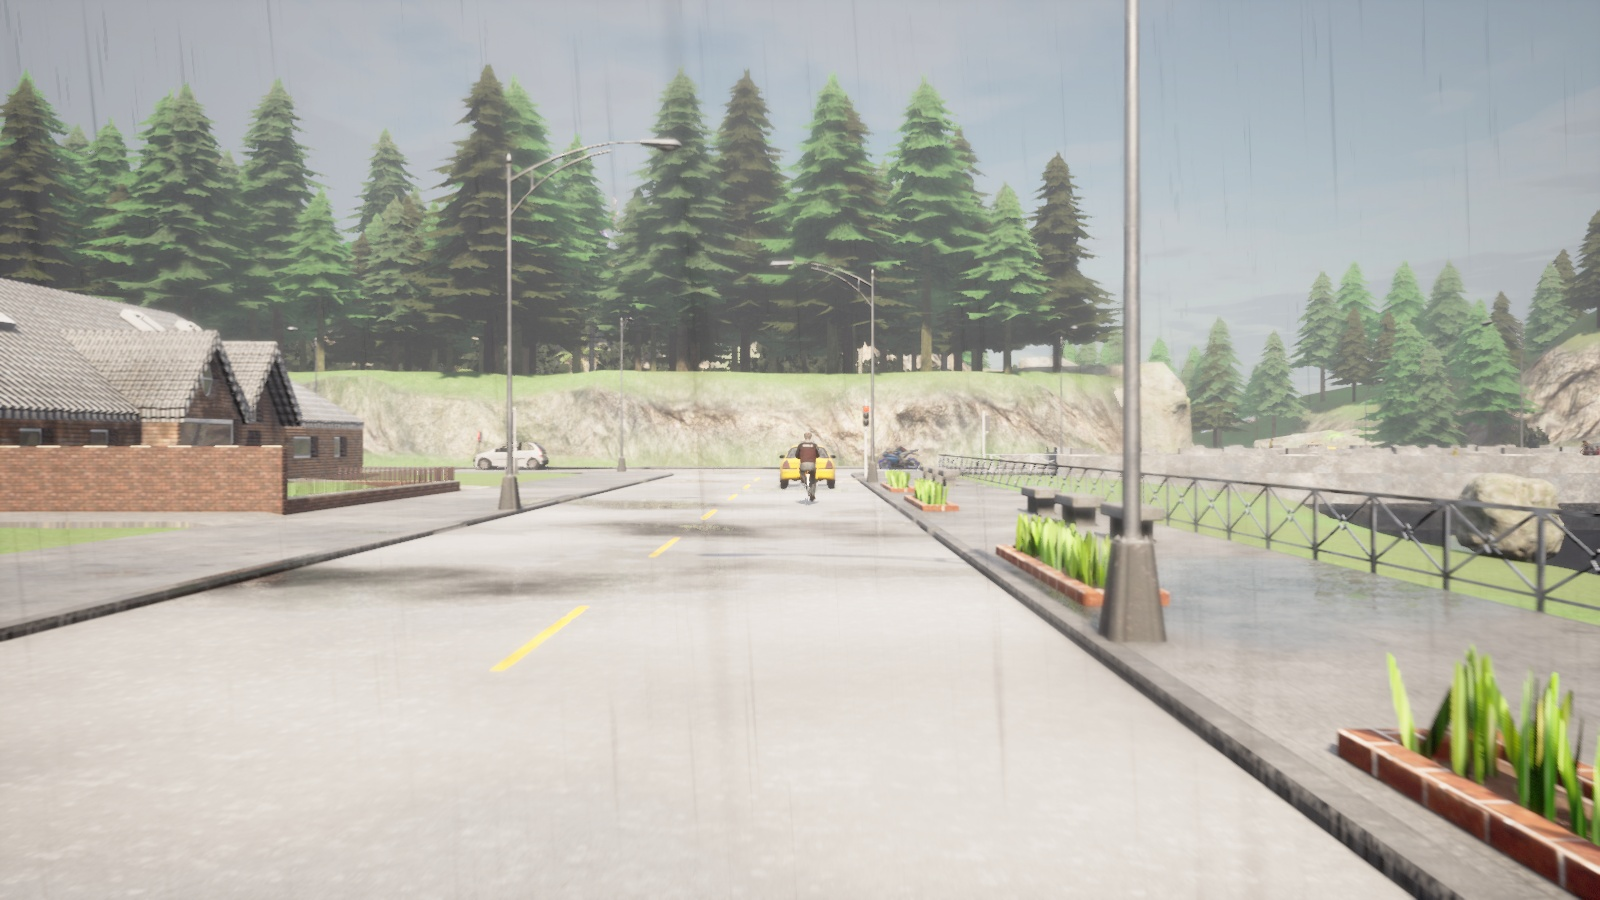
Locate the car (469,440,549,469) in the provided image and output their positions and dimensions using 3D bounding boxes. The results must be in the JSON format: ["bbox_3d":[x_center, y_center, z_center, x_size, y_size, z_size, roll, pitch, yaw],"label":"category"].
[{"bbox_3d":[-16.033,0.241,69.285,3.988,1.617,1.851,0,0,1],"label":"car"}]

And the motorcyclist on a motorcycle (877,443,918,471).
[{"bbox_3d":[5.343,0.396,69.164,2.191,1.530,0.866,0,0,0],"label":"motorcyclist on a motorcycle"}]

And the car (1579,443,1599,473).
[{"bbox_3d":[42.686,0.393,64.943,3.705,1.549,1.789,0,0,0],"label":"car"}]

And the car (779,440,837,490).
[{"bbox_3d":[0.255,0.451,41.725,1.801,1.575,5.366,0,0,0],"label":"car"}]
